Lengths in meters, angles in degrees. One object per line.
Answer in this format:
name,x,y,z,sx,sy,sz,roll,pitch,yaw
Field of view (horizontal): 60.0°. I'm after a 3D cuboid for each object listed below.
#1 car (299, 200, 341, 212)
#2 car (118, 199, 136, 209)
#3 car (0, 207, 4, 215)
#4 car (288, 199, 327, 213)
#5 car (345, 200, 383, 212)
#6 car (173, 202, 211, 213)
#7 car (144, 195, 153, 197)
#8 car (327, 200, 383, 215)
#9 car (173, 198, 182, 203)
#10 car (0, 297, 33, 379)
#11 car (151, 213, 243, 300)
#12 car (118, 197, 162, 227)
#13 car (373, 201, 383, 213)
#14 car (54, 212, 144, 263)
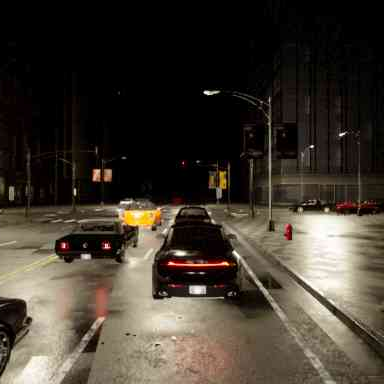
car,15.277,1.663,39.776,4.313,1.339,1.947,0,0,-1
car,-9.727,1.746,50.411,1.812,1.442,4.674,0,0,0
car,-21.365,1.698,33.363,4.674,1.442,1.812,0,-1,0
car,13.214,1.577,36.995,4.892,1.490,1.837,0,-1,-1
car,20.917,1.644,39.851,4.313,1.339,1.947,0,0,-1
car,0.041,1.510,17.882,1.882,1.535,5.008,0,0,0
car,-9.585,1.604,71.773,2.150,2.045,5.566,0,0,0
car,15.388,1.578,31.252,4.206,1.307,1.802,0,0,-1
car,-2.992,1.878,68.515,1.812,1.442,4.674,0,0,0
car,-3.152,1.548,2.215,2.033,1.411,5.357,0,0,0
car,0.117,1.512,8.391,1.837,1.490,4.892,0,0,0
car,-3.101,1.397,20.996,2.097,1.767,4.553,0,0,0
car,23.114,1.640,37.128,4.718,1.301,1.895,0,-1,-1
car,-3.121,1.616,12.002,1.895,1.301,4.718,0,0,0
